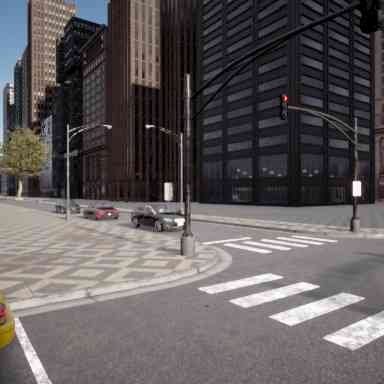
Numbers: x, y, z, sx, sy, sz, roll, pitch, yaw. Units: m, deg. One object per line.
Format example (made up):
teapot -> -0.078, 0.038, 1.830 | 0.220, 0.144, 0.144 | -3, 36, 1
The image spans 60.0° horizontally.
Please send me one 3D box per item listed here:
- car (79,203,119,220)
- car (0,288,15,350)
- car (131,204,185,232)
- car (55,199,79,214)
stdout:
car -> -7.830, 1.630, 28.560 | 1.994, 1.385, 4.181 | 0, 0, -35
car -> -4.573, 1.525, 3.388 | 4.829, 1.417, 1.752 | 0, 0, -36
car -> -2.079, 1.534, 20.561 | 2.128, 1.511, 4.902 | 0, 0, -36
car -> -13.851, 1.596, 36.935 | 1.837, 1.490, 4.892 | 0, 0, -36
